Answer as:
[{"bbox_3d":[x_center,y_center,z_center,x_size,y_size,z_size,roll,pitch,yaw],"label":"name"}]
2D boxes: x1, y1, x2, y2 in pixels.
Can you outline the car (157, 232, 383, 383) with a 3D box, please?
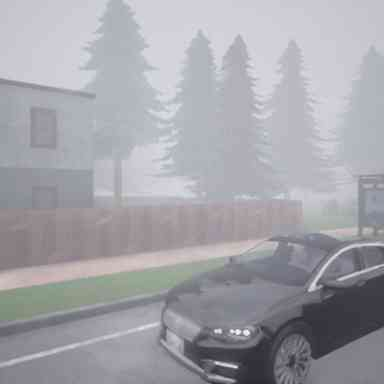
[{"bbox_3d":[1.823,1.453,5.238,4.902,1.511,2.128,0,0,-34],"label":"car"}]
